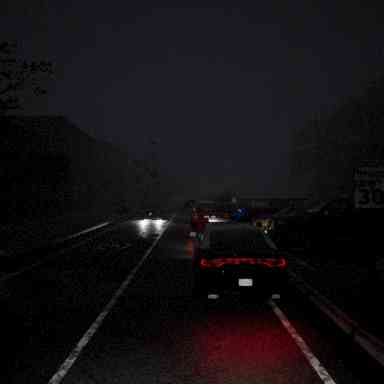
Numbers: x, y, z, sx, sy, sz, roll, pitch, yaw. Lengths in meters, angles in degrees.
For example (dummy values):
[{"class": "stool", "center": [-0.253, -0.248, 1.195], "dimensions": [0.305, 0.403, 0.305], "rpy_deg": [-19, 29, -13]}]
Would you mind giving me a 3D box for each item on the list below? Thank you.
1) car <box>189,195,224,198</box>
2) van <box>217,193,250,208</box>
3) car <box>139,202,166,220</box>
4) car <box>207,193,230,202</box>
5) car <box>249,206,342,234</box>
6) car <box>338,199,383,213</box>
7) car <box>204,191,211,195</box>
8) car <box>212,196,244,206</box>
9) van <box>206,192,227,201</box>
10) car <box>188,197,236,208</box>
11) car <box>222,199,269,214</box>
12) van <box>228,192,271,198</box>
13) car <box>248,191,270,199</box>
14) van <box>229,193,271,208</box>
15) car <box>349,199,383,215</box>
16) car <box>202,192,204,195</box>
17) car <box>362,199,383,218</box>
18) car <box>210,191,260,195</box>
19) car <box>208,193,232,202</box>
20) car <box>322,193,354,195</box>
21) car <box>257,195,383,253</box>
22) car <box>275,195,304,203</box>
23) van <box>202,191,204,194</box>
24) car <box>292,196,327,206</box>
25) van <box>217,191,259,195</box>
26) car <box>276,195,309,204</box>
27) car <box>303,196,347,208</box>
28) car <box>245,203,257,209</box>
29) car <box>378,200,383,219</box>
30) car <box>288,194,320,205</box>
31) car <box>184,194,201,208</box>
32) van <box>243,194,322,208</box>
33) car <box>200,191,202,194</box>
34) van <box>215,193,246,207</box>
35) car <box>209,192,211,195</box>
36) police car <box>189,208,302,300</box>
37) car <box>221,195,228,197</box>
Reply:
[{"class": "car", "center": [0.950, 1.349, 24.484], "dimensions": [2.097, 1.767, 4.553], "rpy_deg": [0, 0, 0]}, {"class": "van", "center": [5.758, 1.194, 46.851], "dimensions": [4.442, 1.987, 1.878], "rpy_deg": [0, 0, 0]}, {"class": "car", "center": [-3.279, 1.555, 28.296], "dimensions": [1.994, 1.385, 4.181], "rpy_deg": [0, 0, 0]}, {"class": "car", "center": [5.556, 1.133, 69.277], "dimensions": [4.553, 1.767, 2.185], "rpy_deg": [0, 0, 0]}, {"class": "car", "center": [5.712, 1.538, 18.810], "dimensions": [4.674, 1.452, 2.002], "rpy_deg": [0, 0, 0]}, {"class": "car", "center": [18.775, 1.514, 36.317], "dimensions": [4.792, 1.488, 2.163], "rpy_deg": [0, 0, 0]}, {"class": "car", "center": [5.579, 1.068, 60.866], "dimensions": [5.566, 2.045, 2.435], "rpy_deg": [0, 0, 0]}, {"class": "car", "center": [5.622, 1.381, 52.459], "dimensions": [4.892, 1.521, 2.231], "rpy_deg": [0, 0, 0]}, {"class": "van", "center": [5.457, 0.993, 74.882], "dimensions": [4.442, 1.987, 1.878], "rpy_deg": [0, 0, 0]}, {"class": "car", "center": [0.956, 1.356, 18.476], "dimensions": [2.097, 1.767, 4.553], "rpy_deg": [0, 0, 0]}, {"class": "car", "center": [5.666, 1.527, 35.637], "dimensions": [4.674, 1.452, 2.002], "rpy_deg": [0, 0, 0]}, {"class": "van", "center": [5.799, 1.274, 30.026], "dimensions": [4.442, 1.987, 1.878], "rpy_deg": [0, 0, 0]}, {"class": "car", "center": [18.583, 0.846, 91.957], "dimensions": [5.566, 2.045, 2.435], "rpy_deg": [0, 0, 0]}, {"class": "van", "center": [5.572, 1.277, 27.223], "dimensions": [4.442, 1.987, 1.878], "rpy_deg": [0, 0, 0]}, {"class": "car", "center": [18.724, 1.526, 33.533], "dimensions": [4.792, 1.488, 2.163], "rpy_deg": [0, 0, 0]}, {"class": "car", "center": [5.562, 1.198, 77.687], "dimensions": [5.008, 1.535, 2.097], "rpy_deg": [0, 0, 0]}, {"class": "car", "center": [18.945, 1.497, 30.762], "dimensions": [5.366, 1.575, 1.946], "rpy_deg": [0, 0, 0]}, {"class": "car", "center": [5.620, 1.189, 44.046], "dimensions": [5.566, 2.045, 2.435], "rpy_deg": [0, 0, 0]}, {"class": "car", "center": [5.563, 1.153, 66.473], "dimensions": [4.553, 1.767, 2.185], "rpy_deg": [0, 0, 0]}, {"class": "car", "center": [18.712, 1.220, 39.090], "dimensions": [5.566, 2.045, 2.435], "rpy_deg": [0, 0, 0]}, {"class": "car", "center": [5.694, 1.243, 13.203], "dimensions": [5.566, 2.045, 2.435], "rpy_deg": [0, 0, 0]}, {"class": "car", "center": [18.685, 1.299, 64.074], "dimensions": [4.892, 1.521, 2.231], "rpy_deg": [0, 0, 0]}, {"class": "van", "center": [5.430, 0.912, 86.095], "dimensions": [4.442, 1.987, 1.878], "rpy_deg": [0, 0, 0]}, {"class": "car", "center": [18.678, 1.407, 52.971], "dimensions": [4.792, 1.488, 2.163], "rpy_deg": [0, 0, 0]}, {"class": "van", "center": [5.772, 1.234, 41.246], "dimensions": [4.442, 1.987, 1.878], "rpy_deg": [0, 0, 0]}, {"class": "car", "center": [18.501, 1.314, 61.297], "dimensions": [5.366, 1.575, 1.946], "rpy_deg": [0, 0, 0]}, {"class": "car", "center": [18.906, 1.414, 47.420], "dimensions": [5.366, 1.575, 1.946], "rpy_deg": [0, 0, 0]}, {"class": "car", "center": [5.531, 1.493, 16.006], "dimensions": [5.366, 1.575, 1.946], "rpy_deg": [0, 0, 0]}, {"class": "car", "center": [18.761, 1.503, 27.984], "dimensions": [5.008, 1.535, 2.097], "rpy_deg": [0, 0, 0]}, {"class": "car", "center": [18.731, 1.232, 55.747], "dimensions": [4.553, 1.767, 2.185], "rpy_deg": [0, 0, 0]}, {"class": "car", "center": [-0.030, 1.407, 45.960], "dimensions": [1.882, 1.535, 5.008], "rpy_deg": [0, 0, 0]}, {"class": "van", "center": [5.819, 1.274, 21.614], "dimensions": [4.442, 1.987, 1.878], "rpy_deg": [0, 0, 0]}, {"class": "car", "center": [5.719, 1.095, 91.704], "dimensions": [5.366, 1.575, 1.946], "rpy_deg": [0, 0, 0]}, {"class": "van", "center": [5.751, 1.174, 49.654], "dimensions": [4.442, 1.987, 1.878], "rpy_deg": [0, 0, 0]}, {"class": "car", "center": [5.653, 1.234, 55.261], "dimensions": [4.553, 1.767, 2.185], "rpy_deg": [0, 0, 0]}, {"class": "police car", "center": [0.967, 1.432, 8.604], "dimensions": [1.930, 1.638, 5.238], "rpy_deg": [0, 0, 0]}, {"class": "car", "center": [5.668, 1.475, 38.440], "dimensions": [4.892, 1.521, 2.231], "rpy_deg": [0, 0, 0]}]
